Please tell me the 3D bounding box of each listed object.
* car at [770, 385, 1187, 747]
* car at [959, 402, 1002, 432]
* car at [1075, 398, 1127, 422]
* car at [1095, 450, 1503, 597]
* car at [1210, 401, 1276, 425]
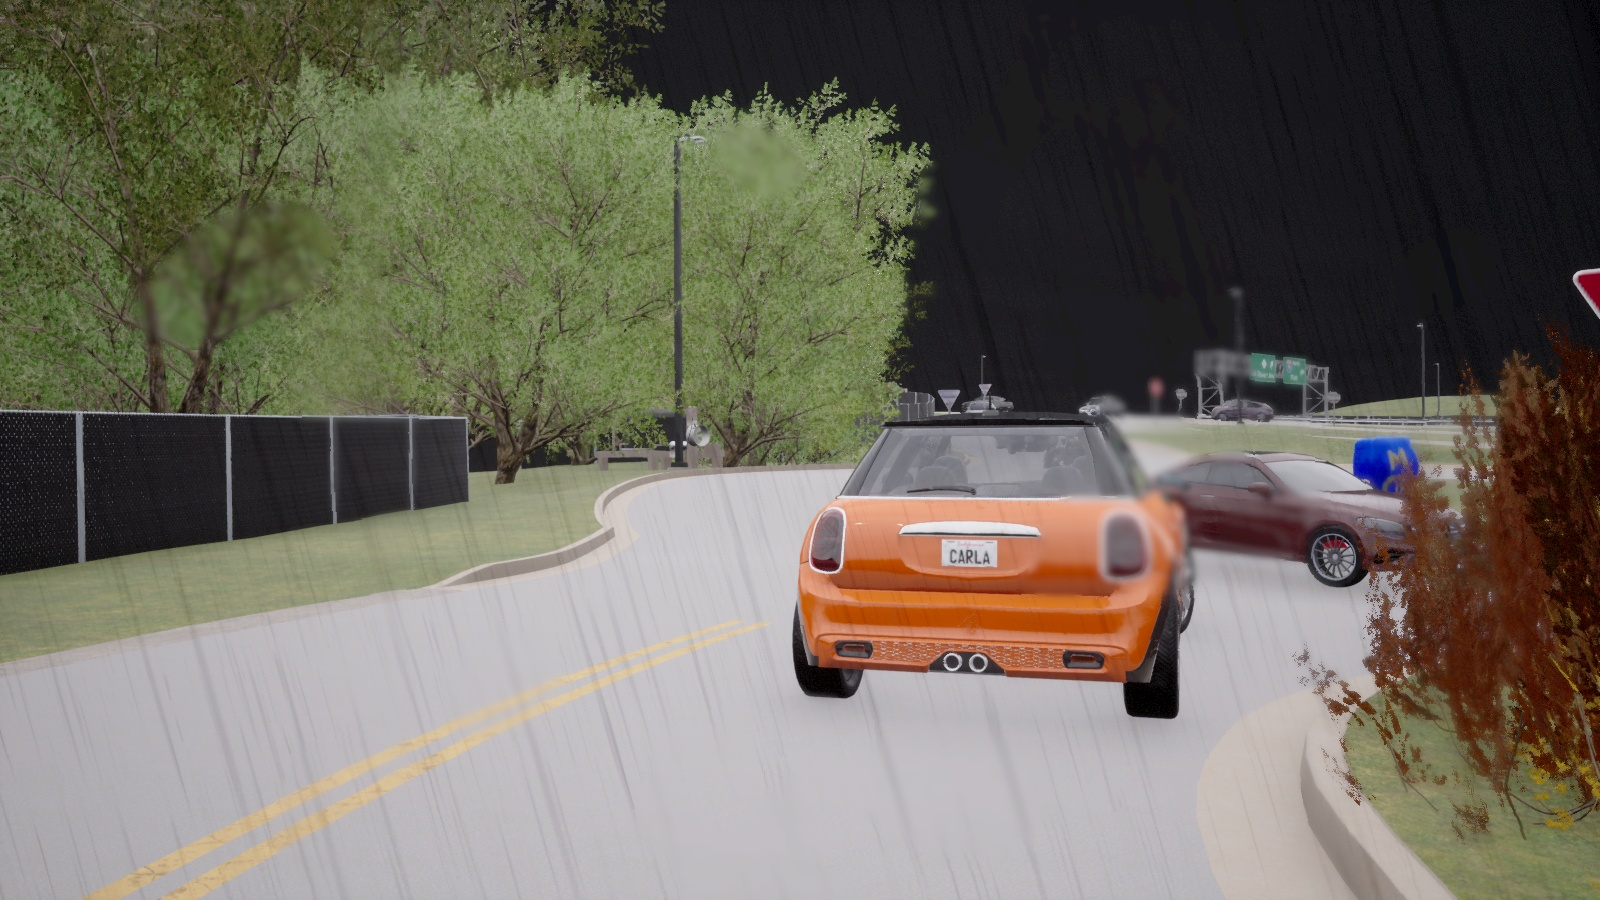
[{"bbox_3d":[1.532,0.548,8.610,2.097,1.767,4.553,0,0,18],"label":"car"},{"bbox_3d":[9.676,-1.792,67.179,1.845,1.501,3.633,0,3,15],"label":"car"},{"bbox_3d":[20.840,-2.771,86.808,1.970,1.475,3.806,1,3,41],"label":"car"},{"bbox_3d":[5.969,0.773,15.704,1.812,1.442,4.674,-1,2,-28],"label":"car"},{"bbox_3d":[32.056,-2.683,90.892,4.193,1.474,1.816,4,3,31],"label":"car"}]
